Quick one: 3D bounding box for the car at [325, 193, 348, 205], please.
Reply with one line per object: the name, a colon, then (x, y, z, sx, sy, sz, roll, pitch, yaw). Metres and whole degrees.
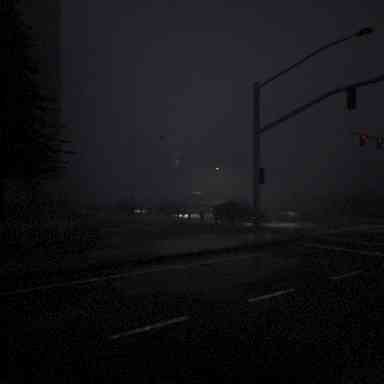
car: (31.126, 1.180, 69.648, 1.932, 1.855, 4.605, 0, 0, -36)

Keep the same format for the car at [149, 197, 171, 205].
car: (-5.623, 1.574, 58.153, 1.994, 1.385, 4.181, 0, 0, -35)

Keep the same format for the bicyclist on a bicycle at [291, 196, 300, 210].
bicyclist on a bicycle: (12.363, 1.315, 39.673, 1.656, 1.620, 0.582, 0, 0, -36)

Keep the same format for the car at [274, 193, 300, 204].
car: (17.418, 1.415, 59.767, 1.970, 1.475, 3.806, 0, 0, -36)

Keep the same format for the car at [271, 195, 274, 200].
car: (17.864, 1.177, 78.691, 1.932, 1.855, 4.605, 0, 0, -36)

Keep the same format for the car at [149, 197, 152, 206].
car: (-8.219, 1.500, 55.846, 2.128, 1.511, 4.902, 0, 0, -36)

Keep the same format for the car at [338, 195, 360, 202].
car: (33.521, 1.392, 71.277, 1.784, 1.438, 3.905, 0, 0, -36)

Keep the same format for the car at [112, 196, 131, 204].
car: (-13.394, 1.572, 63.033, 1.994, 1.385, 4.181, 0, 0, -36)

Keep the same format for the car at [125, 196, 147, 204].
car: (-11.058, 1.557, 65.630, 2.033, 1.411, 5.357, 0, 0, -36)

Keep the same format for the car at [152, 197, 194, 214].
car: (-2.046, 1.570, 34.909, 1.994, 1.385, 4.181, 0, 0, -36)

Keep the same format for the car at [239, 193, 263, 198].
car: (13.350, 1.417, 75.412, 1.970, 1.475, 3.806, 0, 0, -36)

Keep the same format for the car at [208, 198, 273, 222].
car: (3.742, 1.485, 26.845, 1.882, 1.535, 5.008, 0, 0, -36)

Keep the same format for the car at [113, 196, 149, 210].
car: (-8.149, 1.554, 43.420, 2.033, 1.411, 5.357, 0, 0, -36)

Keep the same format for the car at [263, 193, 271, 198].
car: (15.708, 1.386, 77.092, 1.784, 1.438, 3.905, 0, 0, -36)

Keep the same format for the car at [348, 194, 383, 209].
car: (22.965, 1.171, 42.337, 1.932, 1.855, 4.605, 0, 0, -36)
